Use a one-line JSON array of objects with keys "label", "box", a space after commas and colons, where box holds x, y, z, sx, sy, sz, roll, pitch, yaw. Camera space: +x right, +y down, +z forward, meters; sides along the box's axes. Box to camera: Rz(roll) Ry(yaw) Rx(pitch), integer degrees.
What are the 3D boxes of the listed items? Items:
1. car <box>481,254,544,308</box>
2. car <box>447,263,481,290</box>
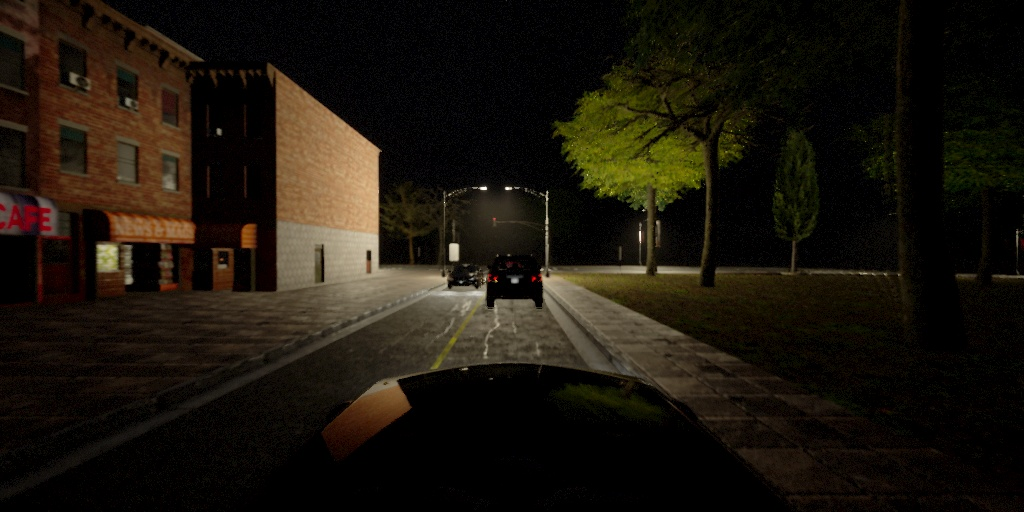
[{"label": "car", "box": [0.098, 0.946, 15.240, 2.150, 2.045, 5.566, 0, 0, 0]}, {"label": "car", "box": [-2.837, 1.227, 22.517, 1.837, 1.490, 4.892, 0, 0, 0]}]
